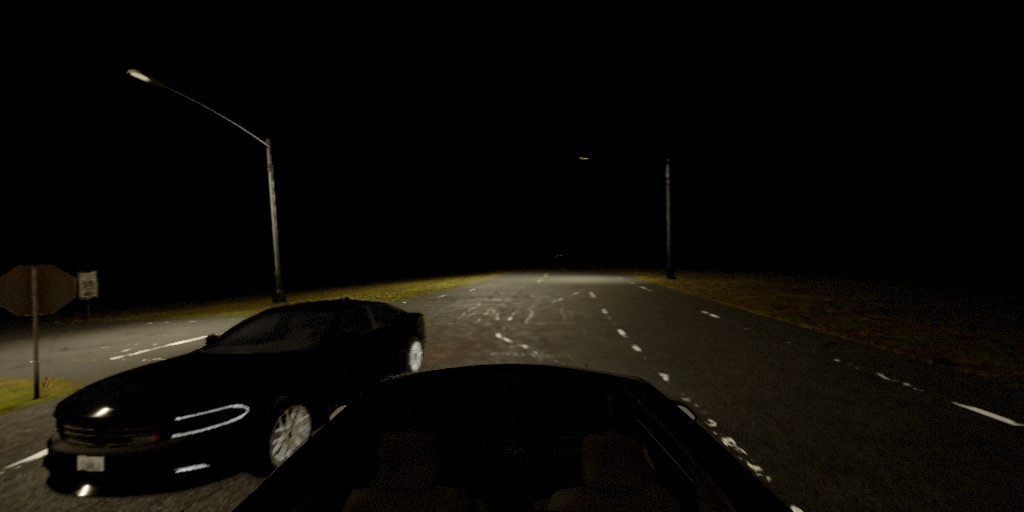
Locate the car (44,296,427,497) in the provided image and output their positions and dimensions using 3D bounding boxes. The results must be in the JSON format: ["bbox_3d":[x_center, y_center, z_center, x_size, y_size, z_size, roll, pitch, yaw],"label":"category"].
[{"bbox_3d":[-2.846,1.396,5.162,1.882,1.535,5.008,-3,-3,7],"label":"car"}]
